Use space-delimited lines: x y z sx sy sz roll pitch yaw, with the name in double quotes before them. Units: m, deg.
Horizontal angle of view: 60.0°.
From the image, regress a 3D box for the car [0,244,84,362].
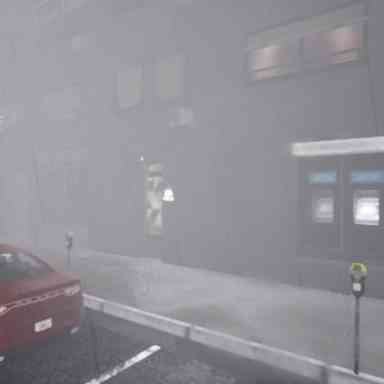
"car" -3.691 1.547 5.499 4.507 1.381 1.887 0 0 35
